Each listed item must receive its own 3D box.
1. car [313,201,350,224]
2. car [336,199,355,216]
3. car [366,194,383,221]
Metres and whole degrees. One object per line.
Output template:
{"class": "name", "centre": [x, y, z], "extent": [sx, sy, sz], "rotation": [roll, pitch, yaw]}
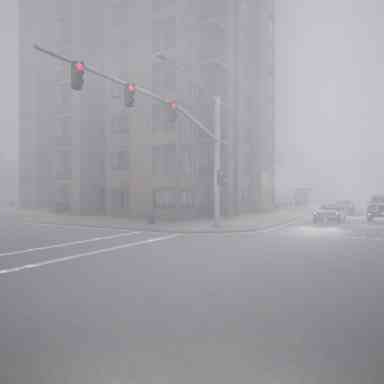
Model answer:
{"class": "car", "centre": [10.492, 1.601, 25.231], "extent": [1.895, 1.301, 4.718], "rotation": [0, 0, 30]}
{"class": "car", "centre": [15.181, 1.505, 33.281], "extent": [1.837, 1.490, 4.892], "rotation": [0, 0, 30]}
{"class": "car", "centre": [15.314, 1.221, 26.521], "extent": [2.150, 2.045, 5.566], "rotation": [0, 0, 31]}
